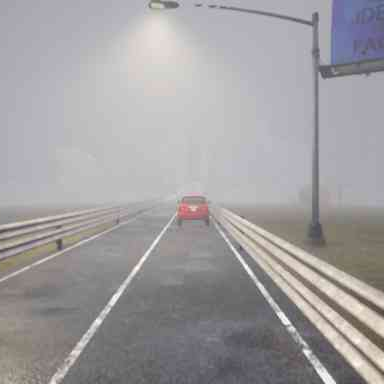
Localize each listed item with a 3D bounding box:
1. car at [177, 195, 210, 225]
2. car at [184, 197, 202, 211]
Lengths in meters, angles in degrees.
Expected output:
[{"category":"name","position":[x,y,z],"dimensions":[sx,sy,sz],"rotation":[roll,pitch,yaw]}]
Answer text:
[{"category":"car","position":[0.120,1.214,23.915],"dimensions":[2.150,2.045,5.566],"rotation":[0,0,1]},{"category":"car","position":[0.110,1.478,42.455],"dimensions":[2.128,1.511,4.902],"rotation":[0,0,0]}]
